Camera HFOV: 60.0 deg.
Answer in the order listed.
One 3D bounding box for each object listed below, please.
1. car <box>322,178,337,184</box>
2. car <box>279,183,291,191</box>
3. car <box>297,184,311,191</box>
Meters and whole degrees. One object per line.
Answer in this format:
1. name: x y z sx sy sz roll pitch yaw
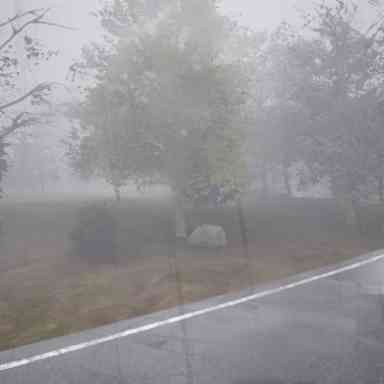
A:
1. car: 31.313 -2.560 72.047 5.357 1.411 2.033 -5 3 -19
2. car: 17.788 -1.062 63.415 1.812 1.442 4.674 -3 3 24
3. car: 19.757 -1.027 58.947 1.882 1.535 5.008 -4 3 14
